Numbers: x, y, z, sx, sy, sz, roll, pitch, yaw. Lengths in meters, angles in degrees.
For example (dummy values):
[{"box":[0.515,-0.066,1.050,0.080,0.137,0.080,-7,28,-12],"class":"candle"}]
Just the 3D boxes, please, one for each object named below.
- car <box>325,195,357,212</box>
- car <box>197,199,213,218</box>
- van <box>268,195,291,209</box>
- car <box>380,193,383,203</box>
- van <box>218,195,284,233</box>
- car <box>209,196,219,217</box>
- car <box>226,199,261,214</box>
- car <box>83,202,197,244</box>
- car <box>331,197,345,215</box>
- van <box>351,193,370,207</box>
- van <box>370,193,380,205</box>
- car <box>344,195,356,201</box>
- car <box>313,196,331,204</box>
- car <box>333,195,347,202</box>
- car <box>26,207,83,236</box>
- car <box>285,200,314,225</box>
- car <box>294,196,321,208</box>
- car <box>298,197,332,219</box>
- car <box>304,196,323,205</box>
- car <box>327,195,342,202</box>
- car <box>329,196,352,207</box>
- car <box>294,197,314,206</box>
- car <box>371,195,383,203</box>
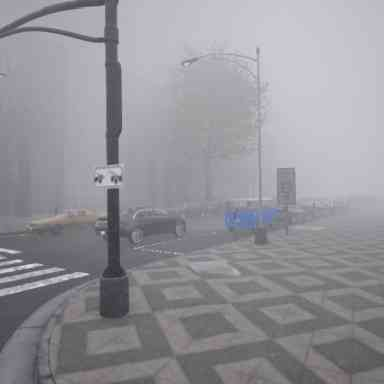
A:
[{"box":[16.022,1.364,35.972,2.008,1.369,4.403,-1,0,36],"class":"car"},{"box":[-0.517,1.552,27.583,1.887,1.381,4.507,-1,0,36],"class":"car"},{"box":[11.838,1.293,44.756,1.690,1.788,3.998,-1,0,36],"class":"van"},{"box":[31.932,1.275,58.078,1.752,1.417,4.829,-1,-1,36],"class":"car"},{"box":[3.371,1.213,18.399,1.690,1.788,3.998,-1,0,36],"class":"van"},{"box":[2.569,1.307,31.878,2.192,1.841,5.009,-1,0,36],"class":"car"},{"box":[5.662,1.529,36.169,2.008,1.369,4.403,-1,0,36],"class":"car"},{"box":[-2.186,1.429,15.407,2.128,1.511,4.902,-1,-1,36],"class":"car"},{"box":[12.860,1.409,31.579,1.802,1.307,4.206,-1,0,36],"class":"car"},{"box":[22.344,1.128,44.761,1.690,1.788,3.998,-1,0,36],"class":"van"},{"box":[28.668,1.103,53.548,1.690,1.788,3.998,-1,-1,36],"class":"van"},{"box":[39.508,1.402,83.195,2.008,1.369,4.403,-1,-1,36],"class":"car"},{"box":[24.200,1.454,61.925,2.008,1.369,4.403,-1,-1,36],"class":"car"},{"box":[33.147,1.416,74.357,1.887,1.381,4.507,-1,-1,36],"class":"car"},{"box":[-6.802,1.564,18.862,1.752,1.417,4.829,-1,0,36],"class":"car"},{"box":[6.536,1.422,22.791,1.947,1.339,4.313,-1,0,36],"class":"car"},{"box":[15.942,1.387,45.729,2.128,1.511,4.902,-1,-1,36],"class":"car"},{"box":[9.698,1.386,27.185,1.887,1.381,4.507,-1,0,36],"class":"car"},{"box":[21.011,1.440,57.495,1.752,1.417,4.829,-1,-1,36],"class":"car"},{"box":[29.967,1.433,69.938,2.008,1.369,4.403,-1,-1,36],"class":"car"},{"box":[21.784,1.376,48.710,2.033,1.411,5.357,-1,-1,36],"class":"car"},{"box":[18.020,1.493,53.339,1.947,1.339,4.313,-1,0,36],"class":"car"},{"box":[34.996,1.305,62.334,1.947,1.339,4.313,-1,-1,36],"class":"car"}]
